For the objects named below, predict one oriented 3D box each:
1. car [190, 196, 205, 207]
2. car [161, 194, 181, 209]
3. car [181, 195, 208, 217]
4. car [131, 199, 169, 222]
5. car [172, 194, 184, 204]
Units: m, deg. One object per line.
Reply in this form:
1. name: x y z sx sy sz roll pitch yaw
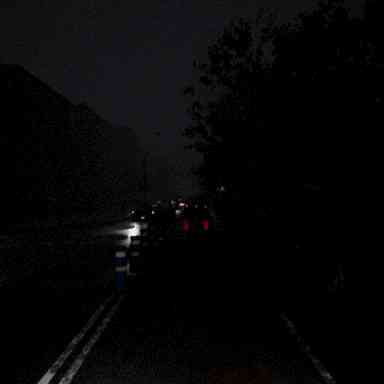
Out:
1. car: 0.773 1.303 48.480 2.033 1.411 5.357 0 0 1
2. car: -2.870 1.167 39.930 2.097 1.767 4.553 0 0 1
3. car: 0.376 1.234 29.906 2.097 1.767 4.553 0 0 1
4. car: -3.287 1.507 25.680 1.895 1.301 4.718 0 0 5
5. car: -2.393 1.190 57.978 1.837 1.490 4.892 0 0 2
